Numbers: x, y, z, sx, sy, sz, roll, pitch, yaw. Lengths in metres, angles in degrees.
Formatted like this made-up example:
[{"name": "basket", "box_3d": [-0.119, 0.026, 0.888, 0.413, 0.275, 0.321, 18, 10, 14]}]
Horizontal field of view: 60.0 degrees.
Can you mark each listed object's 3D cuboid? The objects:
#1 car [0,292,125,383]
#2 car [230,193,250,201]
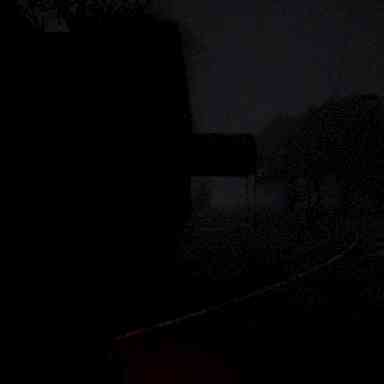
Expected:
[{"name": "car", "box_3d": [-2.925, 1.504, 2.083, 5.008, 1.535, 1.882, 0, 0, -36]}, {"name": "car", "box_3d": [14.017, 1.810, 93.192, 4.674, 1.452, 2.002, -1, 3, -19]}]
